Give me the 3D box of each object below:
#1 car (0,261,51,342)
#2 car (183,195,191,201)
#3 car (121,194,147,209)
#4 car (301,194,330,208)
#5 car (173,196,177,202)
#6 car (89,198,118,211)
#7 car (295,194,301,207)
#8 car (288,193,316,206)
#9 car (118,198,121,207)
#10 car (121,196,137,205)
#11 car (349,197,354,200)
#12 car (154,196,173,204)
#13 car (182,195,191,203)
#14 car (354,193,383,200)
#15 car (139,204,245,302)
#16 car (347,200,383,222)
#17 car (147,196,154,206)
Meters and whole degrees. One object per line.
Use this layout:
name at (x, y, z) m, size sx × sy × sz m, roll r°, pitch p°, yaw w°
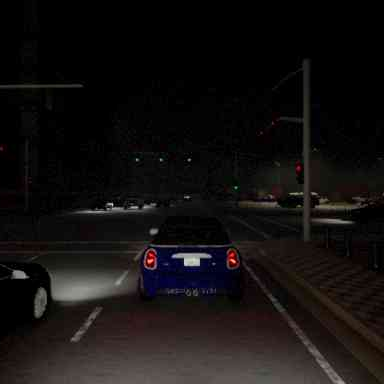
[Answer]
car at (-3.490, 1.508, 4.178) m, size 1.837 × 1.490 × 4.892 m, roll 0°, pitch 0°, yaw 0°
car at (-1.211, 1.416, 82.520) m, size 1.812 × 1.442 × 4.674 m, roll 0°, pitch 0°, yaw -1°
car at (-7.909, 1.238, 45.787) m, size 2.150 × 2.045 × 5.566 m, roll 0°, pitch 0°, yaw -3°
car at (20.876, 1.471, 55.694) m, size 3.806 × 1.475 × 1.970 m, roll 0°, pitch 0°, yaw 0°
car at (-4.663, 1.568, 78.172) m, size 2.033 × 1.411 × 5.357 m, roll 0°, pitch 0°, yaw -1°
car at (-11.360, 1.563, 42.113) m, size 2.033 × 1.411 × 5.357 m, roll 0°, pitch 0°, yaw 0°
car at (20.865, 1.440, 58.589) m, size 3.905 × 1.438 × 1.784 m, roll 0°, pitch 0°, yaw 0°
car at (20.804, 1.231, 61.272) m, size 4.605 × 1.855 × 1.932 m, roll 0°, pitch 0°, yaw 0°
car at (-11.464, 1.620, 51.701) m, size 1.895 × 1.301 × 4.718 m, roll 0°, pitch 0°, yaw 0°
car at (-11.541, 1.500, 61.179) m, size 1.882 × 1.535 × 5.008 m, roll 0°, pitch 0°, yaw 0°
car at (35.897, 1.444, 69.778) m, size 3.905 × 1.438 × 1.784 m, roll 0°, pitch 0°, yaw 0°
car at (-4.239, 1.619, 50.070) m, size 1.895 × 1.301 × 4.718 m, roll 0°, pitch 0°, yaw -1°
car at (-1.101, 1.621, 72.452) m, size 1.895 × 1.301 × 4.718 m, roll 0°, pitch 0°, yaw -1°
car at (35.844, 1.232, 66.881) m, size 4.605 × 1.855 × 1.932 m, roll 0°, pitch 0°, yaw 0°
car at (-0.029, 1.354, 8.434) m, size 2.097 × 1.767 × 4.553 m, roll 0°, pitch 0°, yaw -1°
car at (15.020, 1.591, 26.698) m, size 4.674 × 1.442 × 1.812 m, roll 0°, pitch 0°, yaw -1°
car at (-8.000, 1.621, 55.814) m, size 1.895 × 1.301 × 4.718 m, roll 0°, pitch 0°, yaw 0°
